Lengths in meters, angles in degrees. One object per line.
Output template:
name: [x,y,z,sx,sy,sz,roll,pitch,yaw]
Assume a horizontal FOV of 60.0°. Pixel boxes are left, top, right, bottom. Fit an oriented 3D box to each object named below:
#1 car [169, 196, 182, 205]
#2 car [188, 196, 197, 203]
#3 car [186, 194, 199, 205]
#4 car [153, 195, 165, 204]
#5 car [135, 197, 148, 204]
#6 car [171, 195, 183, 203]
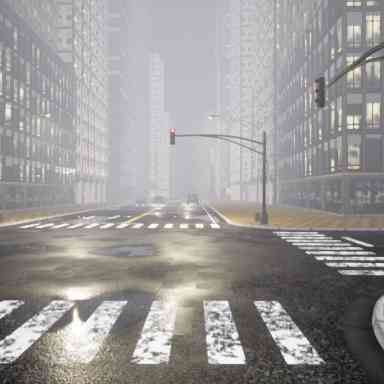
car: [-3.136,1.702,60.233,1.895,1.301,4.718,0,0,0]
car: [0.134,1.540,70.616,1.994,1.385,4.181,0,0,0]
car: [0.115,1.322,60.229,2.150,2.045,5.566,0,0,0]
car: [-6.378,1.468,64.409,2.097,1.767,4.553,0,0,0]
car: [-9.628,1.663,64.384,2.033,1.411,5.357,0,0,0]
car: [-3.117,1.495,70.205,2.128,1.511,4.902,0,0,0]
